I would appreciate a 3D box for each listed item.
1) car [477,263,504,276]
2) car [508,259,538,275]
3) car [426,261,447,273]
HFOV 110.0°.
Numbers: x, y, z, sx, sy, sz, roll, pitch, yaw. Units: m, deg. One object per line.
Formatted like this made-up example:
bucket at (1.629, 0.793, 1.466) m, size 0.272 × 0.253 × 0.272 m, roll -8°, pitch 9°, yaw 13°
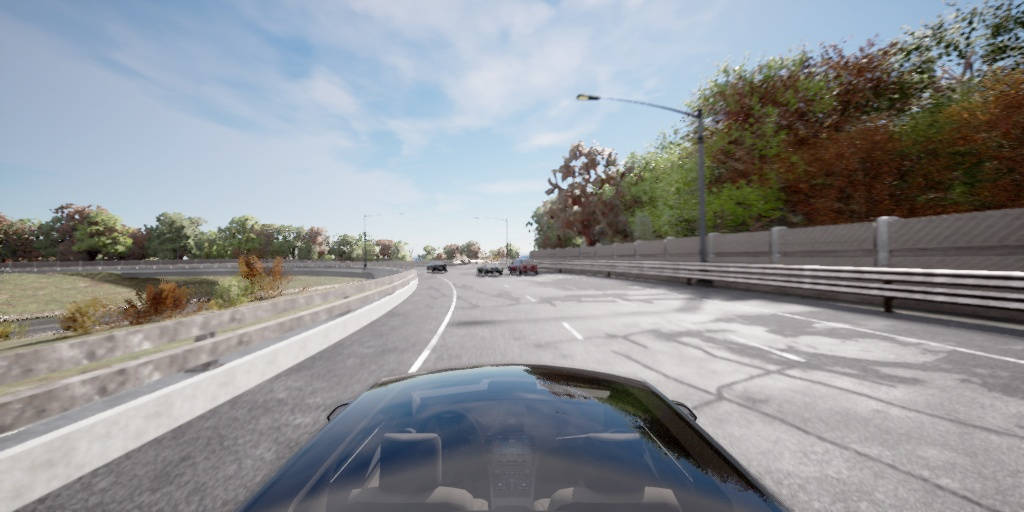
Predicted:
car at (-2.428, 1.397, 38.049) m, size 1.895 × 1.301 × 4.718 m, roll -1°, pitch 0°, yaw -19°
car at (1.095, 1.076, 38.563) m, size 2.097 × 1.767 × 4.553 m, roll -1°, pitch 0°, yaw -18°
car at (-10.110, 1.428, 47.891) m, size 1.882 × 1.535 × 5.008 m, roll -1°, pitch 0°, yaw -25°
